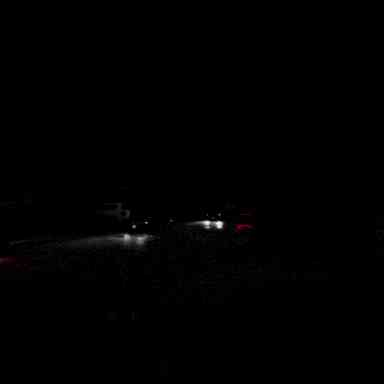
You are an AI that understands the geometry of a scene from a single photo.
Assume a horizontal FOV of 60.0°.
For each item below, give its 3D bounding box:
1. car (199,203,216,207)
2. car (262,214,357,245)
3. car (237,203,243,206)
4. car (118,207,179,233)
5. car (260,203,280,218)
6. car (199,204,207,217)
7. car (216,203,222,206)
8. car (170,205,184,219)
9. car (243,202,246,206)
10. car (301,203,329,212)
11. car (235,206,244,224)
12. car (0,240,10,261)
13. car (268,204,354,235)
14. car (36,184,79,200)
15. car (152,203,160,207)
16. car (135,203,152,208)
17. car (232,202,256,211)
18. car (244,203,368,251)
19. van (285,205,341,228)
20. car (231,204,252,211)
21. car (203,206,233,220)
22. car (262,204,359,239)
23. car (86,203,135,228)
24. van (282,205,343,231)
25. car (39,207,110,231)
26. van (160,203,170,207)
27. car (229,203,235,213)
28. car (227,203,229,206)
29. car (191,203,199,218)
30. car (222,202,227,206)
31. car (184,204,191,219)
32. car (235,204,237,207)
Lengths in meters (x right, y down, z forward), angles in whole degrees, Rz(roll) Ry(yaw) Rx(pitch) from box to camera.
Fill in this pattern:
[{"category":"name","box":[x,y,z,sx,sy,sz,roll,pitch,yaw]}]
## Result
[{"category":"car","box":[0.428,2.651,50.948,5.566,2.045,2.435,0,-2,1]},{"category":"car","box":[6.687,2.117,19.408,4.792,1.488,2.163,1,-1,0]},{"category":"car","box":[6.866,3.170,67.919,5.566,2.045,2.435,0,-2,1]},{"category":"car","box":[-3.082,2.159,24.905,2.128,1.511,4.902,0,-2,21]},{"category":"car","box":[11.706,2.695,49.466,2.150,2.045,5.566,0,-1,21]},{"category":"car","box":[-0.573,2.845,48.111,4.792,1.488,2.163,0,-2,1]},{"category":"car","box":[1.708,2.985,53.770,5.366,1.575,1.946,0,-2,1]},{"category":"car","box":[-3.801,2.556,39.635,4.892,1.521,2.231,0,-2,1]},{"category":"car","box":[8.936,3.469,73.564,4.553,1.767,2.185,0,-2,1]},{"category":"car","box":[28.606,3.622,77.574,5.566,2.045,2.435,1,-2,1]},{"category":"car","box":[6.255,2.505,34.973,1.882,1.535,5.008,0,-2,21]},{"category":"car","box":[-7.002,1.799,9.130,1.895,1.301,4.718,1,-2,-4]},{"category":"car","box":[8.772,2.008,24.962,5.566,2.045,2.435,1,-1,1]},{"category":"car","box":[-13.534,-0.054,33.626,2.128,1.511,4.902,0,3,21]},{"category":"car","box":[-5.955,2.255,33.988,4.553,1.767,2.185,0,-2,1]},{"category":"car","box":[-6.960,2.042,31.167,5.566,2.045,2.435,0,-2,0]},{"category":"car","box":[13.190,3.689,84.873,5.566,2.045,2.435,0,-2,1]},{"category":"car","box":[5.702,1.752,16.672,5.566,2.045,2.435,1,-2,1]},{"category":"van","box":[10.998,2.208,30.506,4.442,1.987,1.878,1,-2,1]},{"category":"car","box":[12.148,3.855,82.049,4.892,1.521,2.231,0,-2,1]},{"category":"car","box":[3.297,2.837,41.596,1.895,1.301,4.718,0,-2,21]},{"category":"car","box":[7.729,1.922,22.193,5.566,2.045,2.435,1,-1,1]},{"category":"car","box":[-8.075,1.954,28.319,5.566,2.045,2.435,0,-2,1]},{"category":"van","box":[9.956,2.122,27.738,4.442,1.987,1.878,1,-2,1]},{"category":"car","box":[-9.136,2.147,25.480,4.792,1.488,2.163,0,-2,1]},{"category":"van","box":[-4.976,2.242,36.808,4.442,1.987,1.878,0,-2,1]},{"category":"car","box":[4.680,2.997,62.262,5.566,2.045,2.435,0,-2,0]},{"category":"car","box":[3.658,3.162,59.412,4.892,1.521,2.231,0,-2,1]},{"category":"car","box":[-1.639,2.603,45.287,4.553,1.767,2.185,0,-2,1]},{"category":"car","box":[2.617,2.824,56.600,5.566,2.045,2.435,0,-2,1]},{"category":"car","box":[-2.697,2.516,42.450,4.553,1.767,2.185,0,-2,1]},{"category":"car","box":[5.806,3.364,65.080,4.792,1.488,2.163,0,-2,1]}]
